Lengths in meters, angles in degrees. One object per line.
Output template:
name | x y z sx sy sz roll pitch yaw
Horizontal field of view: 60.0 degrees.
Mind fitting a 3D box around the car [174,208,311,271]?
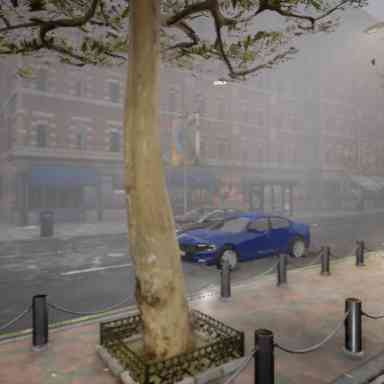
car | 1.772 1.428 10.784 5.008 1.535 1.882 0 0 -35

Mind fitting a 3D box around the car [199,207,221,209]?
car | 0.658 1.434 14.297 4.902 1.511 2.128 0 0 -35
